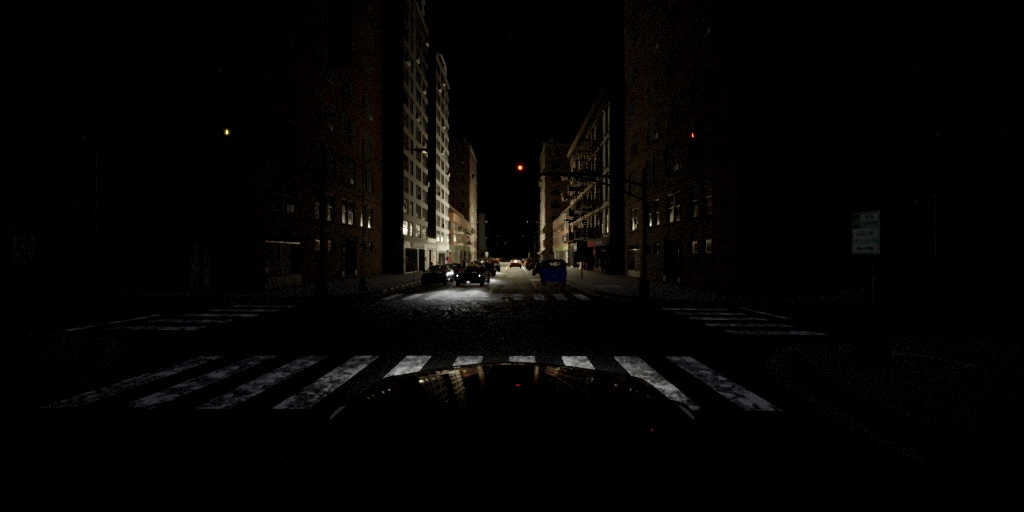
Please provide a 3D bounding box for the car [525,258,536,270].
[{"bbox_3d":[3.038,1.325,48.070,1.802,1.307,4.207,0,0,1],"label":"car"}]

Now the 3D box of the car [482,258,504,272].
[{"bbox_3d":[-2.465,1.309,45.180,1.994,1.385,4.181,0,0,1],"label":"car"}]

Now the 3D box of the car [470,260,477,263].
[{"bbox_3d":[-4.988,1.269,47.964,1.751,1.417,4.829,0,0,1],"label":"car"}]

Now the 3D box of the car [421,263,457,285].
[{"bbox_3d":[-5.186,1.299,25.407,2.007,1.370,4.403,0,0,1],"label":"car"}]

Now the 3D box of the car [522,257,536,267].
[{"bbox_3d":[3.088,1.054,53.751,2.192,1.841,5.009,0,0,1],"label":"car"}]

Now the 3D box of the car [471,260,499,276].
[{"bbox_3d":[-2.558,1.349,35.126,1.895,1.301,4.718,0,0,0],"label":"car"}]

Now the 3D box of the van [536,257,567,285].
[{"bbox_3d":[2.839,1.089,25.345,1.690,1.789,3.998,0,0,1],"label":"van"}]

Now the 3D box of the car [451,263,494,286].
[{"bbox_3d":[-2.659,1.349,25.115,1.895,1.301,4.718,0,0,4],"label":"car"}]

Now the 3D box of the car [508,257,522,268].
[{"bbox_3d":[0.601,1.336,59.026,1.895,1.301,4.718,0,0,1],"label":"car"}]

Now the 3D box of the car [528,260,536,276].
[{"bbox_3d":[2.939,1.329,36.707,1.802,1.307,4.207,0,0,1],"label":"car"}]
